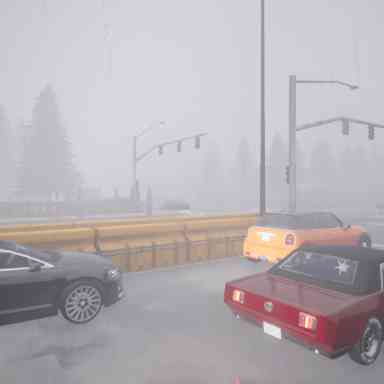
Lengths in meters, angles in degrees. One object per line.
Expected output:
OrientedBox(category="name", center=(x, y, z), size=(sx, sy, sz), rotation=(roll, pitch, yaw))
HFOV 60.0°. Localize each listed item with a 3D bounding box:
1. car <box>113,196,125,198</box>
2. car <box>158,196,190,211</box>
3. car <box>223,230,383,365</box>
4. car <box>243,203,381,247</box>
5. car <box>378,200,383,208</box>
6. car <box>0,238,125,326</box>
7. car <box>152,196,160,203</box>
OrientedBox(category="car", center=(-11.756, 1.404, 54.481), size=(2.097, 1.767, 4.553), rotation=(0, 0, -36))
OrientedBox(category="car", center=(-1.990, 1.564, 40.782), size=(1.994, 1.385, 4.181), rotation=(0, 0, -35))
OrientedBox(category="car", center=(2.904, 1.601, 5.823), size=(4.718, 1.301, 1.895), rotation=(0, 0, -36))
OrientedBox(category="car", center=(3.853, 1.352, 10.803), size=(4.553, 1.767, 2.097), rotation=(0, 0, -36))
OrientedBox(category="car", center=(26.720, 1.546, 44.591), size=(5.357, 1.411, 2.033), rotation=(0, 0, -36))
OrientedBox(category="car", center=(-3.560, 1.492, 5.498), size=(4.902, 1.511, 2.128), rotation=(0, 0, -36))
OrientedBox(category="car", center=(-6.252, 1.546, 65.788), size=(2.033, 1.411, 5.357), rotation=(0, 0, -28))
